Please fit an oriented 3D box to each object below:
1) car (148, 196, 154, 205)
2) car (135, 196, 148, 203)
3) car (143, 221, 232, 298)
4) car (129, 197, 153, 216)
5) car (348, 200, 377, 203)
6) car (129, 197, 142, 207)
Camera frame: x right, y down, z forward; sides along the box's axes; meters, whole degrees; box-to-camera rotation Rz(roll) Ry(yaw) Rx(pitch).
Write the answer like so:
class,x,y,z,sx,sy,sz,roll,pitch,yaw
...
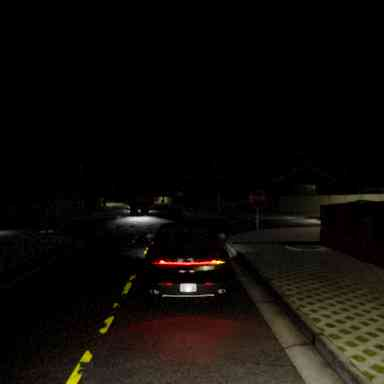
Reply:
class,x,y,z,sx,sy,sz,roll,pitch,yaw
car,-8.786,1.647,65.644,2.097,1.767,4.553,0,-1,-16
car,-11.587,1.777,75.369,2.128,1.511,4.902,0,-1,-18
car,-0.147,1.506,8.502,1.837,1.490,4.892,0,0,-2
car,-5.380,1.584,34.245,2.128,1.511,4.902,0,0,-8
car,11.836,1.252,23.045,5.357,1.411,2.033,-1,1,3
car,-10.016,1.719,58.947,1.882,1.535,5.008,0,-1,-13
